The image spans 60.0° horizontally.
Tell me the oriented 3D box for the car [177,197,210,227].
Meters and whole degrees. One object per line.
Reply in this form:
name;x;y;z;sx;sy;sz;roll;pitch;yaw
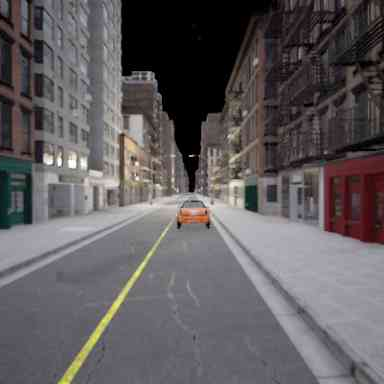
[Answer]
car;0.091;1.329;22.525;2.097;1.767;4.553;0;0;0

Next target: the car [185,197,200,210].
car;0.085;1.455;43.048;1.837;1.490;4.892;0;0;0
